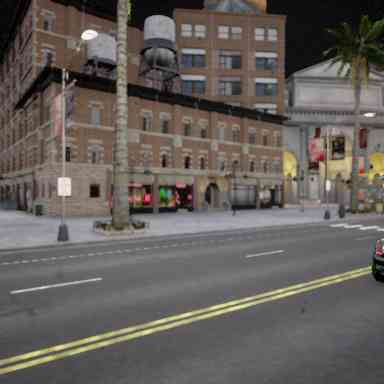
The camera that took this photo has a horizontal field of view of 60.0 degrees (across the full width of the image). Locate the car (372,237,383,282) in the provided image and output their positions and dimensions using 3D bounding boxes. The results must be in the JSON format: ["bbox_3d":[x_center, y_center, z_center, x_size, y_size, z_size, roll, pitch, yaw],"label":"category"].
[{"bbox_3d":[6.649,1.379,8.522,4.553,1.767,2.097,0,0,-35],"label":"car"}]
